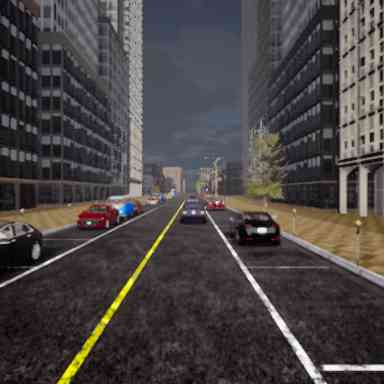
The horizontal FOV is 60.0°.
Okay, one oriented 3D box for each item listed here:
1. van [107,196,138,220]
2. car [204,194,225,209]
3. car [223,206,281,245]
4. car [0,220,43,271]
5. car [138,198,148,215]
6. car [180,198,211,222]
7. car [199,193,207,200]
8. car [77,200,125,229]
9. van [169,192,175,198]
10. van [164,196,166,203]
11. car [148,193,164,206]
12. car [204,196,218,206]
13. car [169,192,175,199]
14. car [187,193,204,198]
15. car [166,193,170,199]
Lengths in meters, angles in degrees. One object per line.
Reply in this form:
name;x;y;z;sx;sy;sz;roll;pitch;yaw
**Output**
van;-5.683;1.217;26.269;1.690;1.788;3.998;0;0;0
car;2.699;1.260;37.638;1.967;1.590;4.097;0;0;0
car;2.696;1.496;14.872;1.947;1.339;4.313;0;0;0
car;-5.686;1.508;9.194;2.008;1.369;4.403;0;0;0
car;-5.683;1.430;31.963;1.802;1.307;4.206;0;0;0
car;0.103;1.430;24.774;2.033;1.411;5.357;0;0;0
car;2.705;1.023;83.173;1.967;1.590;4.097;0;0;0
car;-5.684;1.448;20.578;1.887;1.381;4.507;0;0;0
van;-5.674;0.862;94.574;1.690;1.788;3.998;0;0;0
van;-5.679;1.073;54.730;1.690;1.788;3.998;0;0;0
car;-5.680;1.202;49.037;1.967;1.590;4.097;0;0;0
car;2.700;1.344;49.023;1.802;1.307;4.206;0;0;0
car;-5.676;1.109;83.020;1.752;1.417;4.829;0;0;0
car;0.108;1.227;42.306;2.033;1.649;4.856;0;0;0
car;-5.679;1.268;60.423;1.947;1.339;4.313;0;0;0
